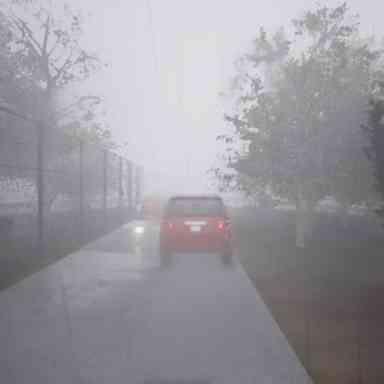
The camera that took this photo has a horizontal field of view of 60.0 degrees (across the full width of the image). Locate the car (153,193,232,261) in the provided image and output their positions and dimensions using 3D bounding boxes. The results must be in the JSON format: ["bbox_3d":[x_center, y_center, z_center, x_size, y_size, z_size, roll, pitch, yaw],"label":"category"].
[{"bbox_3d":[0.124,1.054,11.742,2.150,2.045,5.566,0,1,0],"label":"car"}]

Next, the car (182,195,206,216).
[{"bbox_3d":[0.189,1.106,28.390,1.837,1.490,4.892,0,1,0],"label":"car"}]

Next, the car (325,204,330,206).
[{"bbox_3d":[23.731,3.593,64.580,2.163,1.488,4.792,0,1,-18],"label":"car"}]

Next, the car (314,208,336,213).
[{"bbox_3d":[20.002,3.747,47.746,2.435,2.045,5.566,0,2,-18],"label":"car"}]

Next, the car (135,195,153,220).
[{"bbox_3d":[-2.745,1.016,23.902,2.097,1.767,4.553,0,1,0],"label":"car"}]

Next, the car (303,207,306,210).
[{"bbox_3d":[20.766,3.312,64.672,2.435,2.045,5.566,0,1,-18],"label":"car"}]

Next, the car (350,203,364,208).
[{"bbox_3d":[40.555,2.918,79.688,5.566,2.045,2.435,-1,2,-17],"label":"car"}]

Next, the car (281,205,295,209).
[{"bbox_3d":[17.808,3.311,64.777,2.435,2.045,5.566,0,1,-18],"label":"car"}]

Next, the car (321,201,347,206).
[{"bbox_3d":[26.648,3.313,64.512,2.435,2.045,5.566,-1,1,-18],"label":"car"}]

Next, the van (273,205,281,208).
[{"bbox_3d":[14.797,3.333,65.015,1.878,1.987,4.442,-1,1,-18],"label":"van"}]
